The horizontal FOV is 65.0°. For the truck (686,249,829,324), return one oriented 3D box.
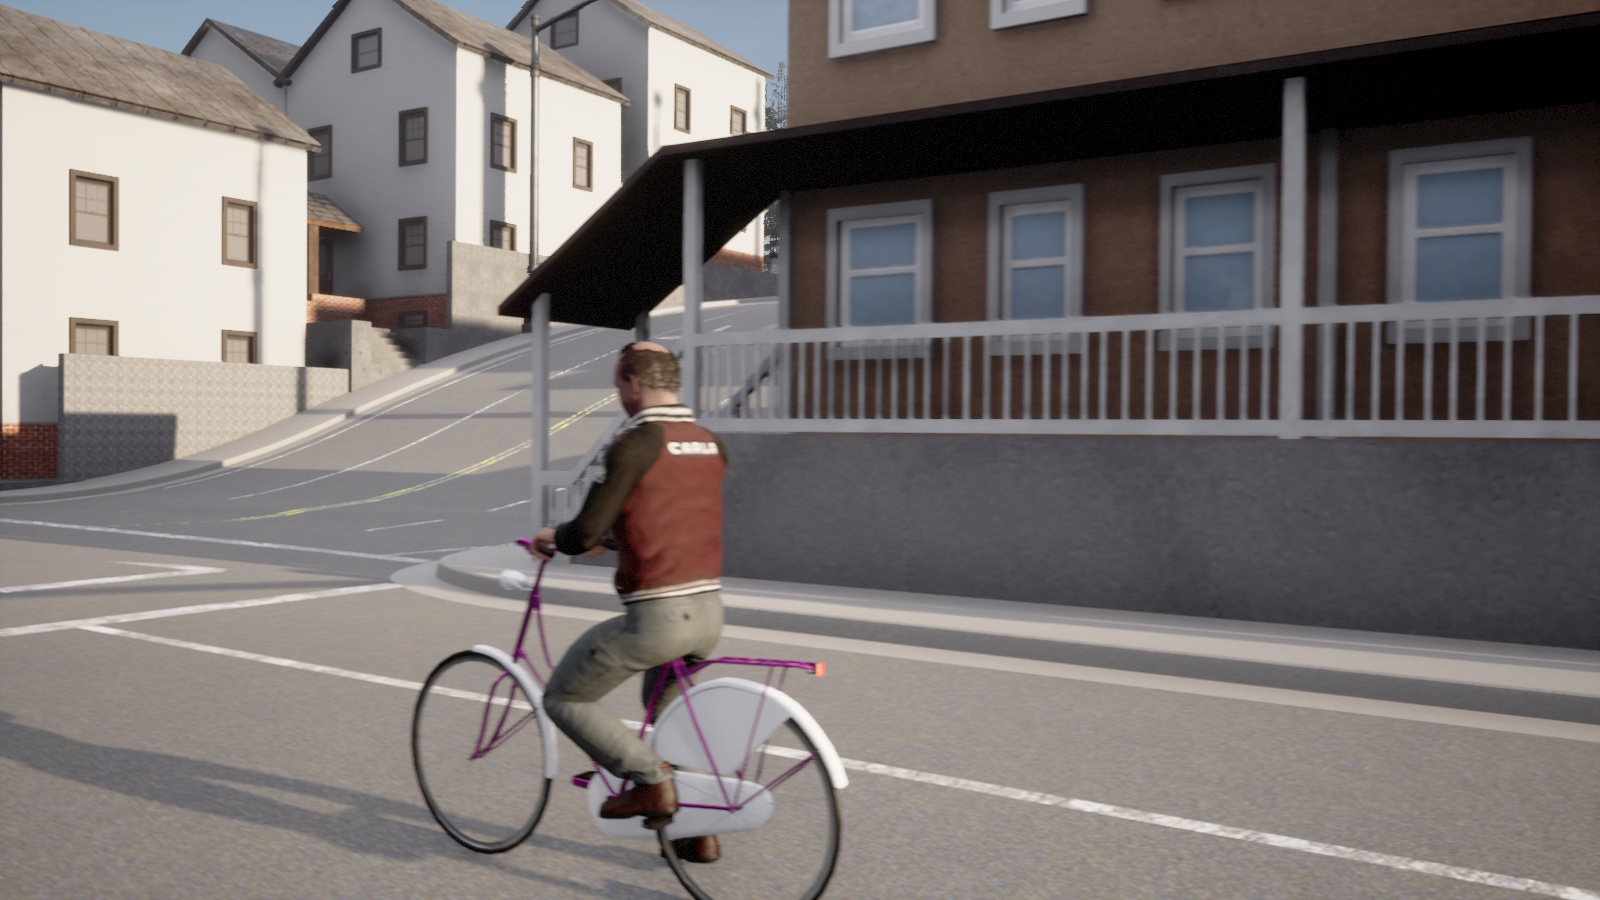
[{"bbox_3d":[-2.469,-9.205,71.508,7.936,3.462,2.891,0,1,33],"label":"truck"}]

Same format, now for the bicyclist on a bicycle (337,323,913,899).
[{"bbox_3d":[-0.611,0.552,4.027,1.843,1.776,0.659,0,1,34],"label":"bicyclist on a bicycle"}]
